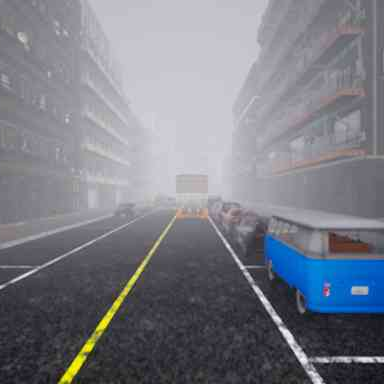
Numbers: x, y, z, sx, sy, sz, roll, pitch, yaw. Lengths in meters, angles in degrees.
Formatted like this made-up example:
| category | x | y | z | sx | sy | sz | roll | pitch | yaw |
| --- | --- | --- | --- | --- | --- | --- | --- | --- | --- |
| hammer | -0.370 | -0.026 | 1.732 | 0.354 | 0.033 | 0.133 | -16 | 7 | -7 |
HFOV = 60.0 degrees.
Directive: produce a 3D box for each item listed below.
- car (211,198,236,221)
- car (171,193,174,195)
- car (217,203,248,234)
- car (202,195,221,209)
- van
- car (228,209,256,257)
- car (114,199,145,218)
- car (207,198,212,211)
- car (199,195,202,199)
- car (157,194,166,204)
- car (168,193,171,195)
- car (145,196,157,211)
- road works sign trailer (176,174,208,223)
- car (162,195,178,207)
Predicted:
| category | x | y | z | sx | sy | sz | roll | pitch | yaw |
| --- | --- | --- | --- | --- | --- | --- | --- | --- | --- |
| car | 2.687 | 1.439 | 24.091 | 1.967 | 1.590 | 4.097 | 0 | 0 | 0 |
| car | -5.704 | 1.283 | 91.730 | 2.192 | 1.841 | 5.009 | 0 | 0 | 0 |
| car | 2.688 | 1.544 | 18.454 | 1.887 | 1.381 | 4.507 | 0 | 0 | 0 |
| car | 2.685 | 1.309 | 41.000 | 2.192 | 1.841 | 5.009 | 0 | 0 | 0 |
| van | 2.691 | 1.341 | 7.181 | 1.690 | 1.788 | 3.998 | 0 | 0 | 0 |
| car | 2.689 | 1.566 | 12.818 | 1.947 | 1.339 | 4.313 | 0 | 0 | 0 |
| car | -5.695 | 1.564 | 29.728 | 1.947 | 1.339 | 4.313 | 0 | 0 | 0 |
| car | 2.686 | 1.549 | 29.727 | 2.008 | 1.369 | 4.403 | 0 | 0 | 0 |
| car | 2.675 | 1.494 | 91.898 | 1.752 | 1.417 | 4.829 | 0 | 0 | 0 |
| car | -5.699 | 1.427 | 57.912 | 1.967 | 1.590 | 4.097 | 0 | 0 | 0 |
| car | -5.699 | 1.299 | 63.548 | 2.192 | 1.841 | 5.009 | 0 | 0 | 0 |
| car | -5.696 | 1.520 | 40.832 | 1.752 | 1.417 | 4.829 | 0 | 0 | 0 |
| road works sign trailer | -0.005 | 0.463 | 25.223 | 2.380 | 3.560 | 2.880 | 0 | 0 | 0 |
| car | -3.091 | 1.516 | 50.173 | 1.812 | 1.442 | 4.674 | 0 | 0 | 0 |
